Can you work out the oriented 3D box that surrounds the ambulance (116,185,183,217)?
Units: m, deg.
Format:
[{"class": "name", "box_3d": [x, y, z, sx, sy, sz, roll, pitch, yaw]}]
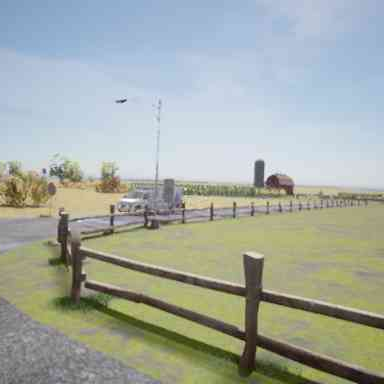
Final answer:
[{"class": "ambulance", "box_3d": [-3.481, 0.709, 28.274, 2.351, 2.431, 6.366, 4, 1, 36]}]
